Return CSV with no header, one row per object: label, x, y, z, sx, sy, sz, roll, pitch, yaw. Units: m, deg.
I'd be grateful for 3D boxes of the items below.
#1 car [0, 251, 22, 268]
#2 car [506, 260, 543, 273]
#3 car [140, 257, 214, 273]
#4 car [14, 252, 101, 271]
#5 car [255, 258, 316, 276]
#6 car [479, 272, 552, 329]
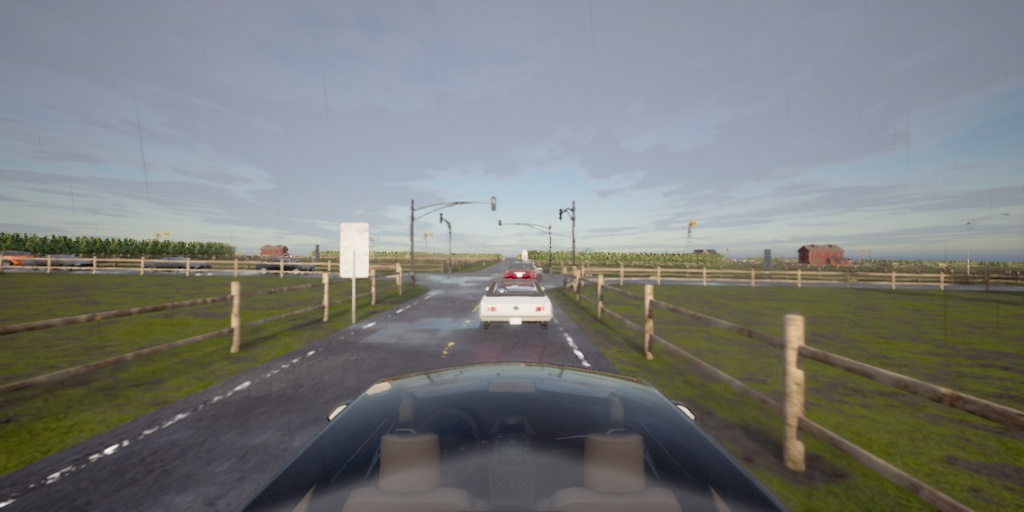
car,-50.949,0.275,36.099,4.553,1.767,2.097,1,0,0
car,0.810,1.143,22.841,2.097,1.767,4.553,0,0,10
car,-30.305,0.819,32.470,5.357,1.411,2.033,1,0,0
car,-40.826,0.630,32.479,5.357,1.411,2.033,1,0,1
car,-20.416,0.955,32.462,4.892,1.490,1.837,1,0,0
car,0.099,1.370,11.307,1.895,1.301,4.718,0,0,0
